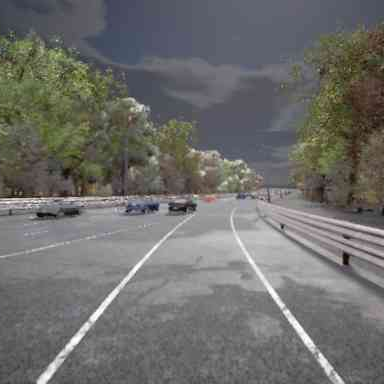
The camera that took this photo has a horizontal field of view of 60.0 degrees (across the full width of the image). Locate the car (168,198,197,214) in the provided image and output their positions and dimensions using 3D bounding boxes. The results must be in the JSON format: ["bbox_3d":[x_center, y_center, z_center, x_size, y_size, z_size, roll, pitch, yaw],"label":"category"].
[{"bbox_3d":[-0.871,1.397,34.401,1.882,1.535,5.008,1,0,17],"label":"car"}]

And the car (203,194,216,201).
[{"bbox_3d":[3.921,1.138,73.221,2.097,1.767,4.553,1,0,17],"label":"car"}]

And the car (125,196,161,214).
[{"bbox_3d":[-4.826,1.213,33.455,2.097,1.767,4.553,1,0,17],"label":"car"}]

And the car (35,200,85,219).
[{"bbox_3d":[-10.538,1.364,26.913,1.994,1.385,4.181,1,0,17],"label":"car"}]
